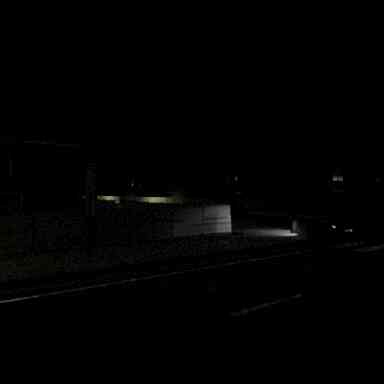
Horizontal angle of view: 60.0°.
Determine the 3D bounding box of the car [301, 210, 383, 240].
[{"bbox_3d":[8.026,1.552,15.851,5.357,1.411,2.033,0,0,21],"label":"car"}]
